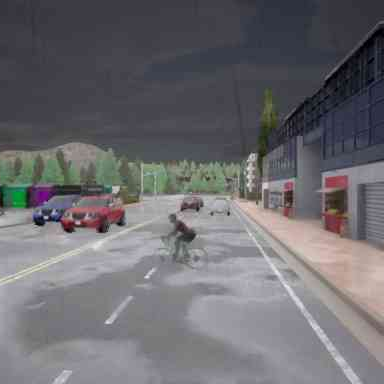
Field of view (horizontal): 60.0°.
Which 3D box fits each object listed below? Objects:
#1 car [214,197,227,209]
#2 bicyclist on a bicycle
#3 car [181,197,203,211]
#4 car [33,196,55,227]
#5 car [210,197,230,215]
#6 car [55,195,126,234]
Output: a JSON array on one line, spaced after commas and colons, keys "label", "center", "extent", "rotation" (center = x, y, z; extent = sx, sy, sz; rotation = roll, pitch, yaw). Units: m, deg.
[{"label": "car", "center": [4.032, 1.504, 47.142], "extent": [1.837, 1.490, 4.892], "rotation": [0, 0, 5]}, {"label": "bicyclist on a bicycle", "center": [-0.373, 1.451, 9.512], "extent": [1.656, 1.620, 0.582], "rotation": [-2, 0, 5]}, {"label": "car", "center": [-0.111, 1.352, 39.957], "extent": [2.097, 1.767, 4.553], "rotation": [0, 0, 5]}, {"label": "car", "center": [-8.797, 1.220, 23.273], "extent": [2.150, 2.045, 5.566], "rotation": [0, 0, 4]}, {"label": "car", "center": [2.856, 1.526, 33.706], "extent": [1.812, 1.442, 4.674], "rotation": [0, 0, 5]}, {"label": "car", "center": [-5.566, 1.222, 19.700], "extent": [2.150, 2.045, 5.566], "rotation": [0, 0, 5]}]
